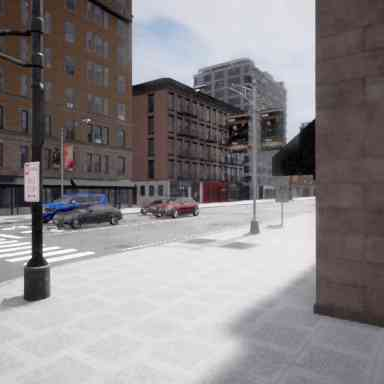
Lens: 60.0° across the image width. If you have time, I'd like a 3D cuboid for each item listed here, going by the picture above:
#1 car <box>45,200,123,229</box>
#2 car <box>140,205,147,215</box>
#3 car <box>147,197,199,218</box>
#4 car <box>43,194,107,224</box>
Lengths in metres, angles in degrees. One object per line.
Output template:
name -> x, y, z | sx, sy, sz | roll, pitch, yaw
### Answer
car -> -6.542, 1.468, 21.301 | 1.812, 1.442, 4.674 | 0, 0, 37
car -> -2.938, 1.429, 32.058 | 1.812, 1.442, 4.674 | 0, 0, 35
car -> -1.328, 1.256, 28.697 | 2.097, 1.767, 4.553 | 0, 0, 35
car -> -8.543, 1.166, 24.106 | 2.150, 2.045, 5.566 | 0, 0, 35
